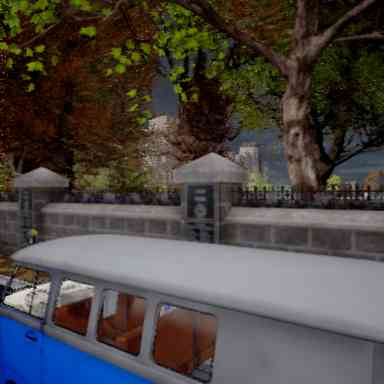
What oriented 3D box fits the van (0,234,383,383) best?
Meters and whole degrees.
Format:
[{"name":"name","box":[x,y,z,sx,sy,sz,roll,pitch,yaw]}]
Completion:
[{"name":"van","box":[-0.126,1.349,2.808,3.998,1.788,1.690,0,0,35]}]
